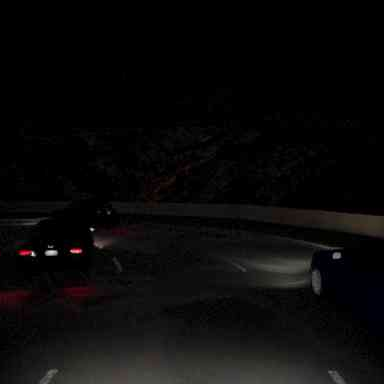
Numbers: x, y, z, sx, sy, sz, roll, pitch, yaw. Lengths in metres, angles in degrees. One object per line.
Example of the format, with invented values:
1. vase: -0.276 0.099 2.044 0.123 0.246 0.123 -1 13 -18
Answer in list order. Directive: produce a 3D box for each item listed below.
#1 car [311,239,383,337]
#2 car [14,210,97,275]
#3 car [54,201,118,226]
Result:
1. car: 3.571 1.481 5.389 1.882 1.535 5.008 0 0 -1
2. car: -4.193 1.552 10.620 2.033 1.411 5.357 0 0 -16
3. car: -7.259 1.361 22.094 4.553 1.767 2.097 0 0 24
